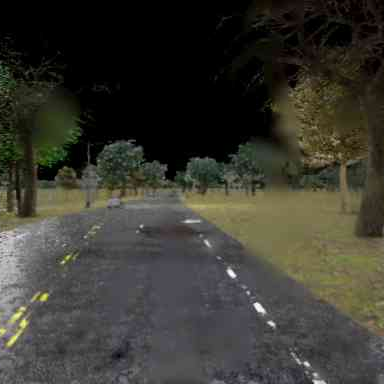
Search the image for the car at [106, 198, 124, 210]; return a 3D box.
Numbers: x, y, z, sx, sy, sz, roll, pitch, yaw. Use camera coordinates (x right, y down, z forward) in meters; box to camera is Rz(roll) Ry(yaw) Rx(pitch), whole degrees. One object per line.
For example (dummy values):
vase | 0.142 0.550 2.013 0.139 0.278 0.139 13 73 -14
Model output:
car | -10.309 1.571 44.990 1.837 1.490 4.892 0 0 -4
